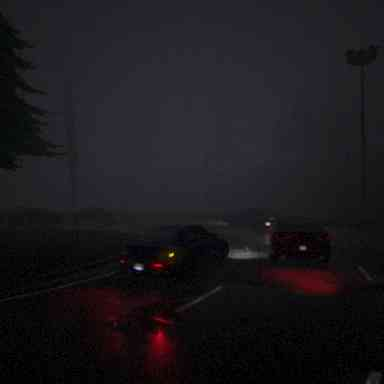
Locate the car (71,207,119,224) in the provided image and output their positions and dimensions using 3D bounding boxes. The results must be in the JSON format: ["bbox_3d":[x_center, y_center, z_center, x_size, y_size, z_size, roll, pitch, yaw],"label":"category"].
[{"bbox_3d":[-8.690,2.004,28.994,4.674,1.442,1.812,-1,-1,11],"label":"car"}]

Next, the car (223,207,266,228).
[{"bbox_3d":[4.524,1.860,24.868,2.033,1.411,5.357,0,-1,-35],"label":"car"}]

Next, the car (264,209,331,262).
[{"bbox_3d":[3.925,1.628,12.826,1.882,1.535,5.008,0,-1,10],"label":"car"}]

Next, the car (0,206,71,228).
[{"bbox_3d":[-12.375,1.940,25.633,5.008,1.535,1.882,0,-2,-1],"label":"car"}]

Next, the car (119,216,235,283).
[{"bbox_3d":[-0.337,1.675,10.198,1.812,1.442,4.674,0,-1,25],"label":"car"}]

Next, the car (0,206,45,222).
[{"bbox_3d":[-16.925,2.090,31.821,4.892,1.490,1.837,0,-2,-14],"label":"car"}]
